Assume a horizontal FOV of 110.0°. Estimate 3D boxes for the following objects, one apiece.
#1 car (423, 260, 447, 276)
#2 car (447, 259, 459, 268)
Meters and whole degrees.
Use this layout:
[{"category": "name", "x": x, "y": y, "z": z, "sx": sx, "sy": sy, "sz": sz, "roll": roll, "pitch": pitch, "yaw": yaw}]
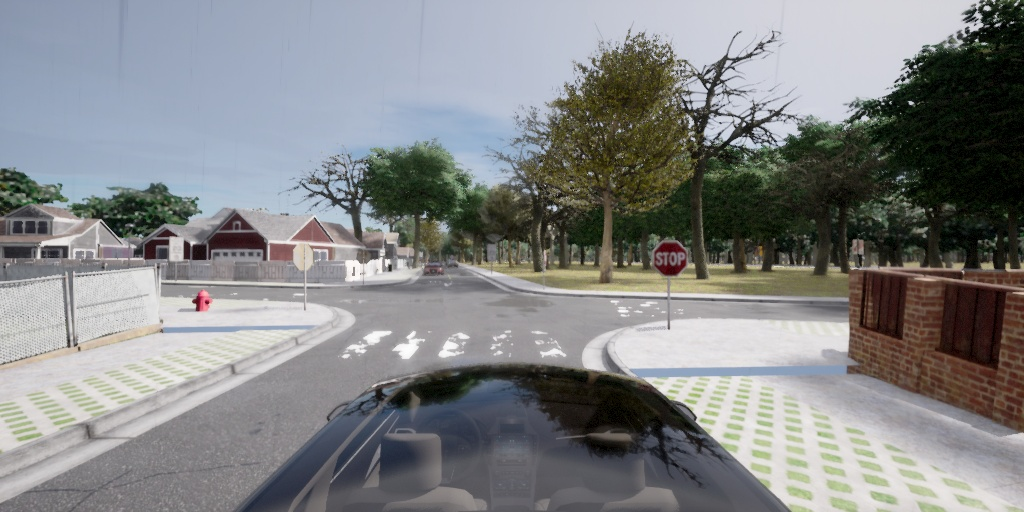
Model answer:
[{"category": "car", "x": -7.873, "y": 1.291, "z": 36.084, "sx": 1.994, "sy": 1.385, "sz": 4.181, "roll": 0, "pitch": 0, "yaw": -11}, {"category": "car", "x": -10.336, "y": 1.449, "z": 62.317, "sx": 1.895, "sy": 1.301, "sz": 4.718, "roll": 0, "pitch": 0, "yaw": -12}]
